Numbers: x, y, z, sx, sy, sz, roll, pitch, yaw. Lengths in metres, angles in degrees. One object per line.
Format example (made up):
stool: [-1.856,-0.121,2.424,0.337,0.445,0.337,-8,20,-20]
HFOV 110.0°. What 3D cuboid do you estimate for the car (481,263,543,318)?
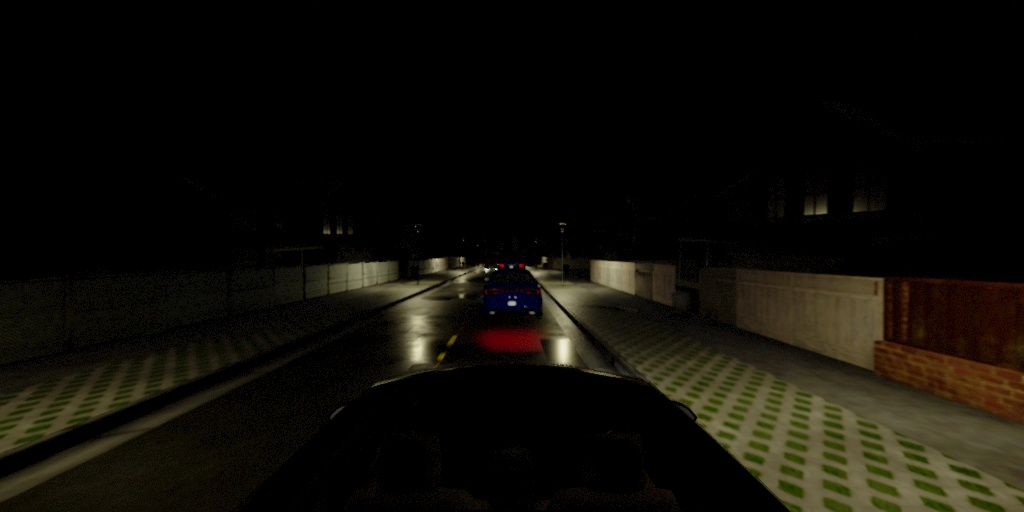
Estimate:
car: [0.013,1.188,12.727,1.882,1.535,5.008,0,0,0]

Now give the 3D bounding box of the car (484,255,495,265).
car: [-3.004,0.794,55.189,2.150,2.045,5.566,0,0,0]

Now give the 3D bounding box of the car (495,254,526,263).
car: [-0.034,0.892,29.706,2.150,2.045,5.566,0,0,0]
